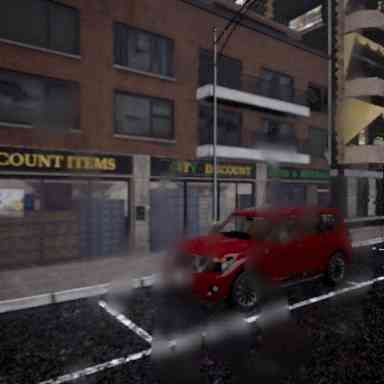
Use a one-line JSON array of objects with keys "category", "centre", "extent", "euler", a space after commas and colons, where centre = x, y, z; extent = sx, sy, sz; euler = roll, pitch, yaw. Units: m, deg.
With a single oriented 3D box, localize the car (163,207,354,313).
[{"category": "car", "centre": [1.803, 1.308, 7.844], "extent": [5.009, 1.841, 2.192], "euler": [0, 0, -35]}]
